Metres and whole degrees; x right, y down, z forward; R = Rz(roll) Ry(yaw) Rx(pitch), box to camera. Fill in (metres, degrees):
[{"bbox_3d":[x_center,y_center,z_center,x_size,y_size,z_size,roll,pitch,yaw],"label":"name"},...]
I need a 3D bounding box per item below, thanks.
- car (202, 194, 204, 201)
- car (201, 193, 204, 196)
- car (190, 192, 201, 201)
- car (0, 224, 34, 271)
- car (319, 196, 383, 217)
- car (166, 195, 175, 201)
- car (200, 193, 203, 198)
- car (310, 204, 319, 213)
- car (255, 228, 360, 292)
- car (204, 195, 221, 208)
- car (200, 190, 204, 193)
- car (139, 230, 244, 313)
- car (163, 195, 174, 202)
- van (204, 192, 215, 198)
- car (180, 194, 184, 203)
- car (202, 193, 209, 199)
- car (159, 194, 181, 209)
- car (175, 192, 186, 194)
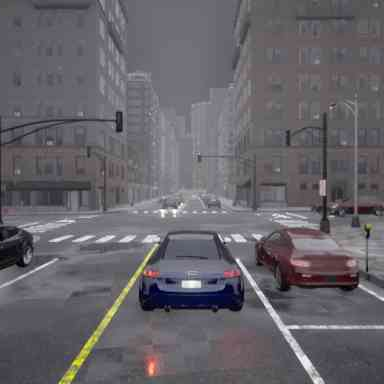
[{"bbox_3d":[3.136,1.431,56.983,1.887,1.381,4.507,0,0,0],"label":"car"},{"bbox_3d":[3.236,1.419,68.089,1.802,1.307,4.206,0,0,0],"label":"car"},{"bbox_3d":[0.525,1.312,74.319,1.812,1.442,4.674,0,0,0],"label":"car"},{"bbox_3d":[-5.765,1.564,8.674,1.947,1.339,4.313,0,0,0],"label":"car"},{"bbox_3d":[13.553,1.122,27.918,4.553,1.767,2.097,-1,0,0],"label":"car"},{"bbox_3d":[-5.193,1.342,79.274,1.802,1.307,4.206,0,0,0],"label":"car"},{"bbox_3d":[3.284,1.382,73.645,1.802,1.307,4.206,0,0,0],"label":"car"},{"bbox_3d":[13.662,1.352,31.168,4.718,1.301,1.895,-1,0,0],"label":"car"},{"bbox_3d":[2.760,1.579,8.671,1.802,1.307,4.206,0,0,0],"label":"car"},{"bbox_3d":[3.040,1.504,45.880,1.802,1.307,4.206,0,0,0],"label":"car"},{"bbox_3d":[3.734,0.930,86.058,2.150,2.045,5.566,0,0,0],"label":"car"},{"bbox_3d":[0.003,1.562,7.750,1.994,1.385,4.181,0,0,0],"label":"car"},{"bbox_3d":[-5.241,1.351,73.722,2.008,1.369,4.403,0,0,0],"label":"car"},{"bbox_3d":[3.088,1.245,51.431,1.690,1.788,3.998,0,0,0],"label":"van"},{"bbox_3d":[-2.746,1.423,53.760,1.812,1.442,4.674,0,0,0],"label":"car"},{"bbox_3d":[3.828,1.136,93.029,1.882,1.535,5.008,0,0,0],"label":"car"},{"bbox_3d":[-2.832,1.433,43.856,1.837,1.490,4.892,0,0,2],"label":"car"},{"bbox_3d":[-2.612,1.349,64.150,2.128,1.511,4.902,0,0,1],"label":"car"}]
